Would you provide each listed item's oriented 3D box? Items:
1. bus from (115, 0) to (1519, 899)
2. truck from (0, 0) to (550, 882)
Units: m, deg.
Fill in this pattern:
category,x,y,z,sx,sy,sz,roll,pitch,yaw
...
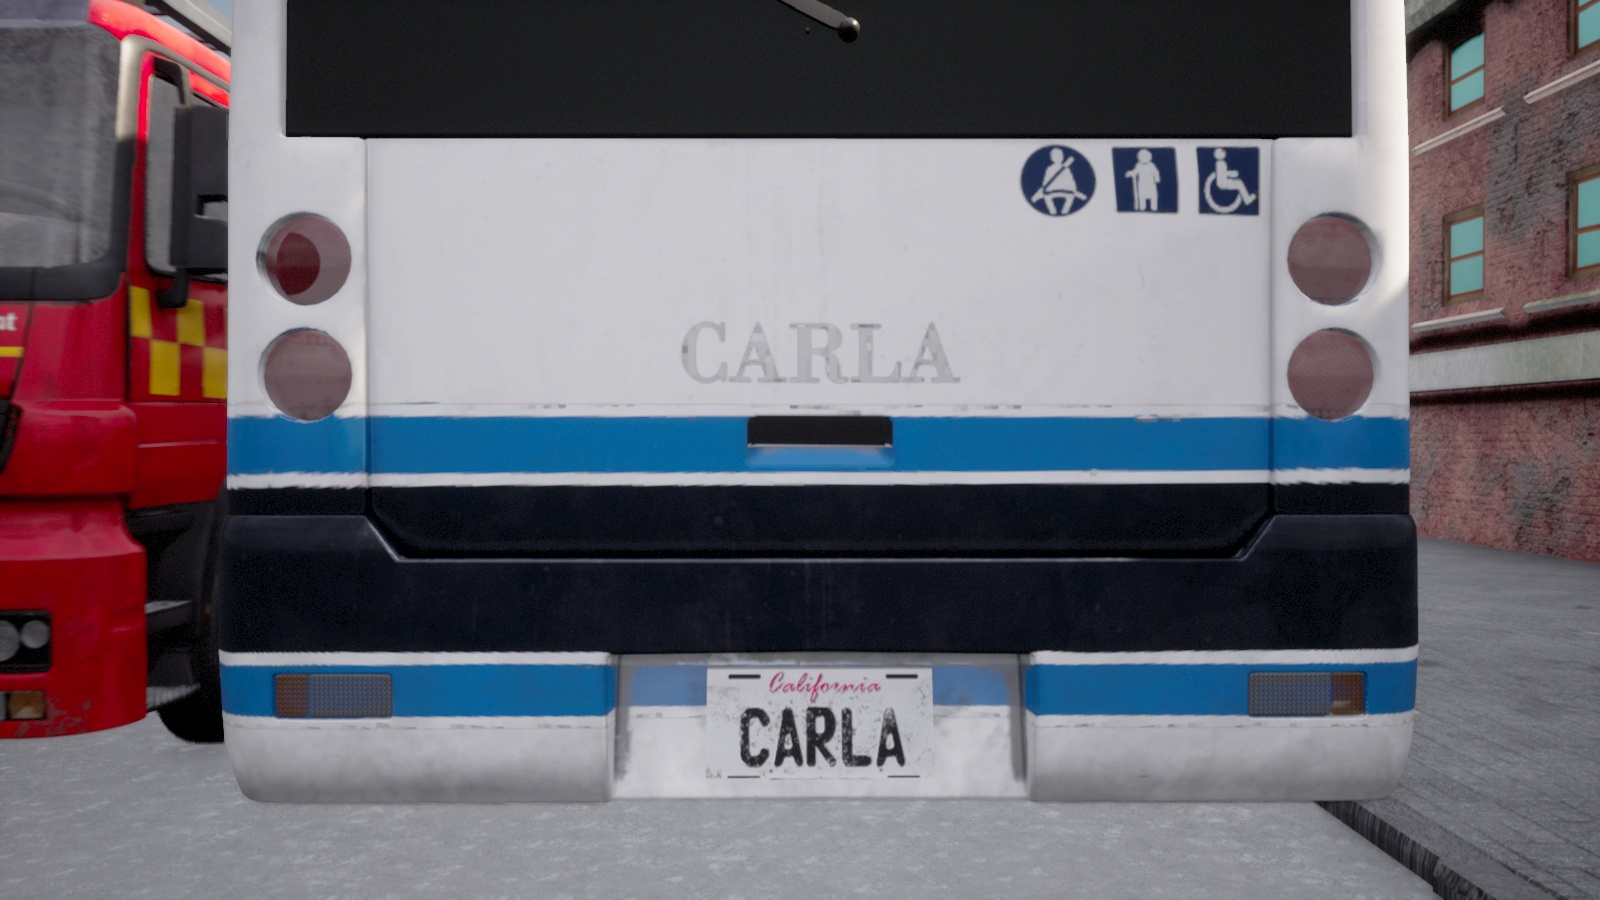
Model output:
category,x,y,z,sx,sy,sz,roll,pitch,yaw
bus,0.025,-0.718,8.669,3.944,4.253,10.273,0,1,0
truck,-3.977,-0.507,8.428,2.891,3.827,8.468,0,1,0
